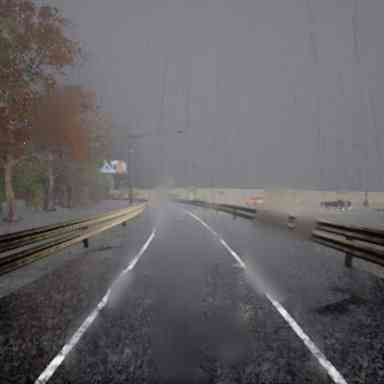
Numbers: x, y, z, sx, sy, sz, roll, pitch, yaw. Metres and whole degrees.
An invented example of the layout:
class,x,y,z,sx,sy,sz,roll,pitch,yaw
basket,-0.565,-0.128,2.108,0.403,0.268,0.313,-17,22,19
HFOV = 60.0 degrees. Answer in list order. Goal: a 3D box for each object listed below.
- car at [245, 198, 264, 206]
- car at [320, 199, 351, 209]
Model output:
class,x,y,z,sx,sy,sz,roll,pitch,yaw
car,13.157,1.961,70.093,2.097,1.767,4.553,0,-1,-25
car,21.999,1.774,51.054,2.128,1.511,4.902,0,-1,-25
